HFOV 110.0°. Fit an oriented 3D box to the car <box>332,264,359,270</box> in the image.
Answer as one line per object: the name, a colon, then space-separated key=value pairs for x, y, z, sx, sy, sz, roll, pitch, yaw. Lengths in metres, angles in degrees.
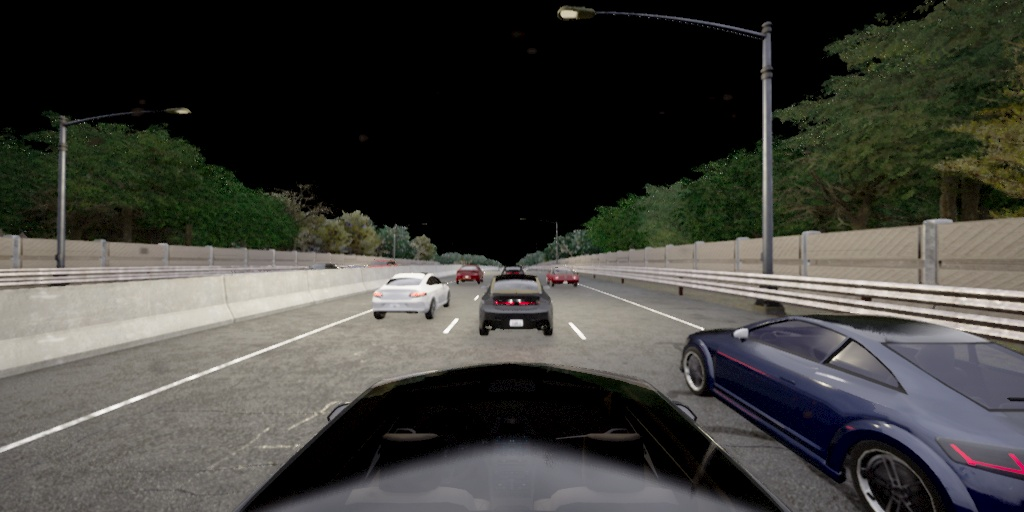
car: x=-17.601 y=1.769 z=40.371 sx=2.033 sy=1.411 sz=5.357 roll=0 pitch=-1 yaw=0

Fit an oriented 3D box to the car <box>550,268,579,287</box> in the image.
car: x=3.597 y=1.540 z=26.387 sx=1.895 sy=1.301 sz=4.718 roll=0 pitch=-1 yaw=0

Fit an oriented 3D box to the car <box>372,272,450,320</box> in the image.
car: x=-3.401 y=1.304 z=12.702 sx=1.812 sy=1.442 sz=4.674 roll=0 pitch=0 yaw=0

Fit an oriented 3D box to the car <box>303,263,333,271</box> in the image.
car: x=-21.097 y=1.557 z=39.593 sx=2.097 sy=1.767 sz=4.553 roll=0 pitch=-1 yaw=0

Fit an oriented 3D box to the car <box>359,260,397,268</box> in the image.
car: x=-14.102 y=1.409 z=38.920 sx=2.150 sy=2.045 sz=5.566 roll=0 pitch=-1 yaw=0

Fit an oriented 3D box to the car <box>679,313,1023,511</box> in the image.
car: x=3.601 y=1.312 z=3.916 sx=1.994 sy=1.385 sz=4.181 roll=0 pitch=0 yaw=0

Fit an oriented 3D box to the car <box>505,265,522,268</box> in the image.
car: x=0.096 y=1.481 z=28.464 sx=1.837 sy=1.490 sz=4.892 roll=0 pitch=-1 yaw=0

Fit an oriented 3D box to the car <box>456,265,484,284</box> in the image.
car: x=-3.402 y=1.473 z=29.528 sx=1.882 sy=1.535 sz=5.008 roll=0 pitch=-1 yaw=0

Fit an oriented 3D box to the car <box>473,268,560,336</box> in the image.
car: x=0.100 y=1.270 z=10.466 sx=1.837 sy=1.490 sz=4.892 roll=0 pitch=0 yaw=0
